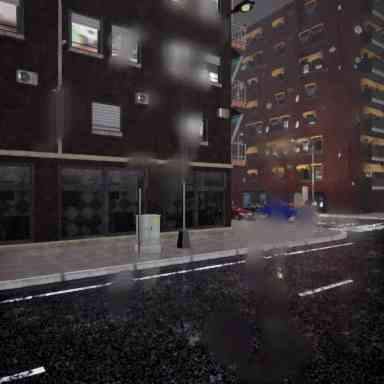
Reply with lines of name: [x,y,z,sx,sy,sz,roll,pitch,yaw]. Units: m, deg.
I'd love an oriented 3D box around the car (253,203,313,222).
car: [7.983,1.707,28.623,1.882,1.535,5.008,0,-1,-36]

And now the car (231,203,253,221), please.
car: [3.681,1.861,30.196,1.802,1.307,4.206,-1,0,-36]

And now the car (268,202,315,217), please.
car: [10.448,1.827,35.082,1.887,1.381,4.507,-1,0,-36]

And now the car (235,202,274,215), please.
car: [7.333,1.918,39.395,1.947,1.339,4.313,-1,0,-36]
